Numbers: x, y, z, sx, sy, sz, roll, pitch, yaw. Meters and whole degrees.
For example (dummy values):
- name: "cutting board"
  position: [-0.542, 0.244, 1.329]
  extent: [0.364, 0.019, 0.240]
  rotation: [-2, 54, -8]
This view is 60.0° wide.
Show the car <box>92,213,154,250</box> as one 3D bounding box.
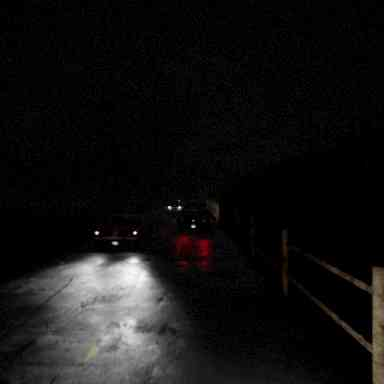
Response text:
- name: "car"
  position: [-2.870, 1.628, 14.685]
  extent: [1.895, 1.301, 4.718]
  rotation: [0, 0, 0]

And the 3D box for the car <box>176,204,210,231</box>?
- name: "car"
  position: [0.071, 1.644, 20.858]
  extent: [1.895, 1.301, 4.718]
  rotation: [0, 0, 0]

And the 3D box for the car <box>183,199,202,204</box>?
- name: "car"
  position: [0.035, 1.613, 38.771]
  extent: [1.837, 1.490, 4.892]
  rotation: [0, 0, 0]

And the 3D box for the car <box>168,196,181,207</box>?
- name: "car"
  position: [-2.902, 1.535, 56.586]
  extent: [2.097, 1.767, 4.553]
  rotation: [0, 0, 0]
